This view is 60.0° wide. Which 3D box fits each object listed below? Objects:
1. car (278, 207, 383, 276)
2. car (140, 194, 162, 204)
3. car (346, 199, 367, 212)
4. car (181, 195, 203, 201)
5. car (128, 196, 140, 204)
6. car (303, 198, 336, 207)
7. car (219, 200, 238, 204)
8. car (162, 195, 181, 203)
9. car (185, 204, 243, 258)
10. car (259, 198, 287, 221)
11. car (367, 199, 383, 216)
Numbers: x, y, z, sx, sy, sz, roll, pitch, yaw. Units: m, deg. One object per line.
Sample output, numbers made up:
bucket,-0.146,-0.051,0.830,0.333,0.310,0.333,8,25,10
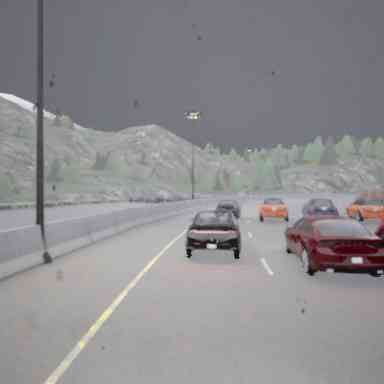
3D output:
car,4.140,1.449,10.332,1.882,1.535,5.008,0,0,6
car,-6.571,1.134,57.886,2.097,1.767,4.553,0,0,21
car,13.379,1.286,25.494,2.097,1.767,4.553,0,0,11
car,0.326,1.278,56.322,1.882,1.535,5.008,0,0,21
car,-9.738,1.334,59.404,1.994,1.385,4.181,0,0,21
car,9.906,1.277,25.982,2.097,1.767,4.553,0,0,11
car,3.037,1.415,27.327,1.837,1.490,4.892,0,1,11
car,-2.897,1.293,57.684,1.837,1.490,4.892,0,1,21
car,0.868,1.448,12.644,2.128,1.511,4.902,0,0,6
car,6.438,1.269,26.468,2.097,1.767,4.553,0,0,11
car,7.597,1.193,9.644,2.150,2.045,5.566,0,-1,3
